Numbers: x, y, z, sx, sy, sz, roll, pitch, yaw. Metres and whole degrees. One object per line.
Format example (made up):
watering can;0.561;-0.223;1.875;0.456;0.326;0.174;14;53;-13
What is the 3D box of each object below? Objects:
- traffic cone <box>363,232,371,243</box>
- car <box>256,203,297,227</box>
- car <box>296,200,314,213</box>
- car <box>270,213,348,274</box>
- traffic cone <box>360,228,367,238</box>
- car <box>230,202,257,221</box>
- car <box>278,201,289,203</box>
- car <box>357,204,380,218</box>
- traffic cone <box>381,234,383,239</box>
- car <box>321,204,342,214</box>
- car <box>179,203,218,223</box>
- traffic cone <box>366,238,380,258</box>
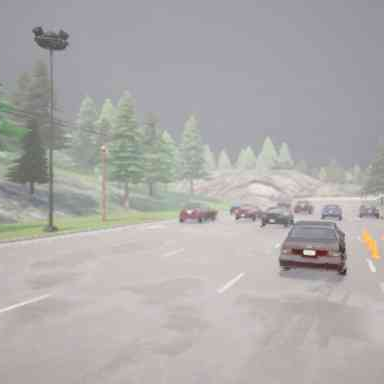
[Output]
traffic cone;7.534;2.116;14.068;0.340;0.580;0.340;0;-1;24
car;6.416;1.822;24.893;1.812;1.442;4.674;0;-1;24
car;14.768;1.864;43.711;2.097;1.767;4.553;0;-1;24
car;4.131;1.679;11.126;2.033;1.411;5.357;0;-1;24
traffic cone;8.346;2.137;15.896;0.340;0.580;0.340;0;-1;24
car;5.375;1.902;31.178;1.812;1.442;4.674;0;-1;24
car;13.908;2.100;50.396;1.837;1.490;4.892;0;-1;24
car;18.366;1.942;34.693;2.033;1.411;5.357;0;-1;24
traffic cone;10.071;2.151;17.319;0.340;0.580;0.340;0;-1;24
car;13.847;1.930;33.012;2.033;1.411;5.357;0;-1;24
car;0.650;1.715;29.351;2.097;1.767;4.553;0;-1;24
traffic cone;6.723;2.095;12.241;0.340;0.580;0.340;0;-1;24
